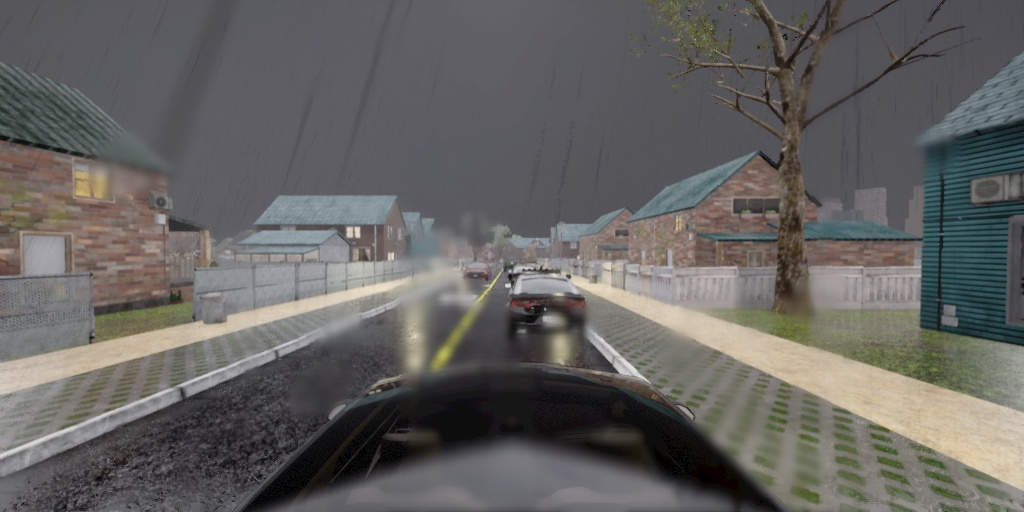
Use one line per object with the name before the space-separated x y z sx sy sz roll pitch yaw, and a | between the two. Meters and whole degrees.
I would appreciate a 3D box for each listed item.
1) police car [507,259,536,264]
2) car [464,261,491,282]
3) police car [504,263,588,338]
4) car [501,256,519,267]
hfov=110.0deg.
police car | 0.830 1.164 20.281 1.930 1.638 5.238 0 0 0
car | -2.743 1.220 29.486 1.882 1.535 5.008 0 0 0
police car | 0.827 1.166 10.279 1.930 1.638 5.238 0 0 0
car | 0.032 0.984 46.927 2.150 2.045 5.566 0 0 0
